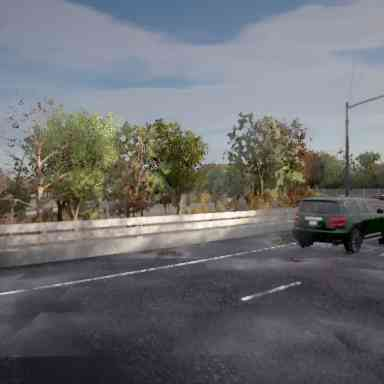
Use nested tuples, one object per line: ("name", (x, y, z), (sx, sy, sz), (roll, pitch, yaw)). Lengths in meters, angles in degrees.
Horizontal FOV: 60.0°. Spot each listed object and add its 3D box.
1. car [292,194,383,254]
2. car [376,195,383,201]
("car", (6.374, 1.217, 13.866), (5.566, 2.045, 2.150), (0, 0, -42))
("car", (46.525, 1.527, 80.333), (1.994, 1.385, 4.181), (0, 0, 4))
